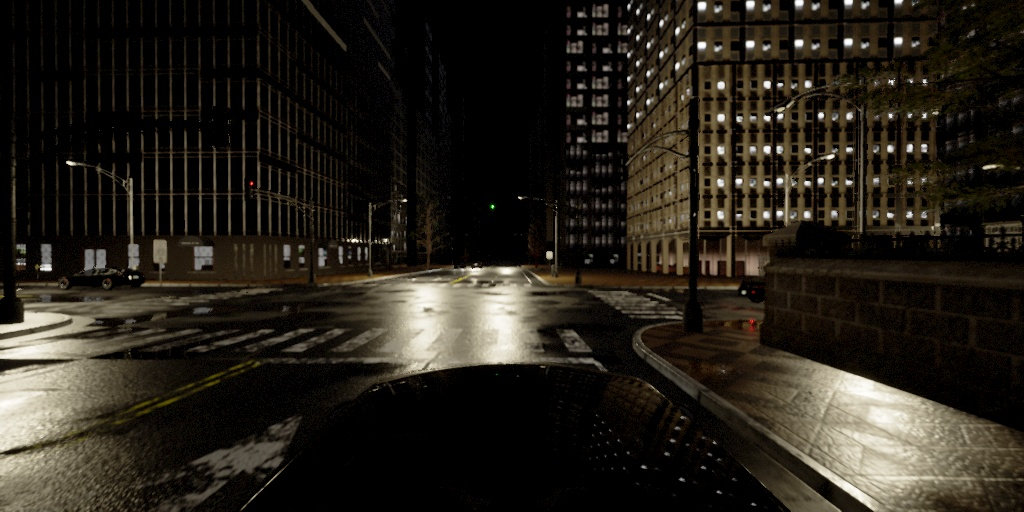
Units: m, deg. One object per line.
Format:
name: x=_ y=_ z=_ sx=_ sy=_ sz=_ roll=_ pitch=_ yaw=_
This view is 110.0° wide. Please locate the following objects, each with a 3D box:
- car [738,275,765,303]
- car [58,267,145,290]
car: x=12.461 y=1.426 z=15.621 sx=4.674 sy=1.442 sz=1.812 roll=0 pitch=0 yaw=2
car: x=-25.576 y=1.360 z=22.453 sx=4.313 sy=1.339 sz=1.948 roll=0 pitch=0 yaw=2
